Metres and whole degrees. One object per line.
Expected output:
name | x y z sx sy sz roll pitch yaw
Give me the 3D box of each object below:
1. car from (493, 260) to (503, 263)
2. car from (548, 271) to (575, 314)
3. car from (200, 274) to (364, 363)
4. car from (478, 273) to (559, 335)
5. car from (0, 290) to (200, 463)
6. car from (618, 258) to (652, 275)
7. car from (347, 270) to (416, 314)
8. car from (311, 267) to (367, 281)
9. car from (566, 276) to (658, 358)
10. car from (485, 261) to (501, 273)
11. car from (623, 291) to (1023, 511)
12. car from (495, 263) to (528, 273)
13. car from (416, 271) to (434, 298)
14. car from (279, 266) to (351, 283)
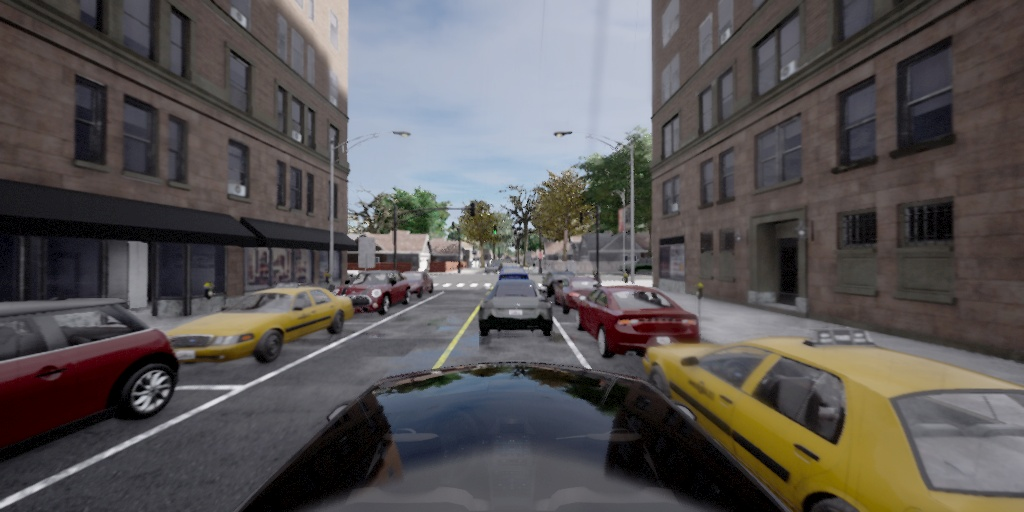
car | -3.021 1.887 64.156 1.994 1.385 4.181 0 -1 0
car | 2.642 1.438 14.013 1.802 1.307 4.207 0 0 0
car | -5.386 1.333 8.325 1.751 1.417 4.829 0 0 0
car | 0.102 1.392 10.904 1.994 1.385 4.181 0 -1 0
car | -5.387 1.200 2.976 1.967 1.591 4.097 0 0 0
car | 15.496 1.225 42.510 5.566 2.045 2.150 0 0 0
car | -5.384 1.296 14.014 1.967 1.591 4.097 0 0 0
car | -17.186 1.742 35.830 4.718 1.301 1.895 0 0 -3
car | 2.640 1.353 8.495 1.888 1.381 4.507 0 0 0
car | -3.069 1.826 54.112 1.895 1.301 4.718 0 -1 0
car | 2.638 1.286 3.147 1.751 1.417 4.829 0 0 0
car | 0.025 1.416 23.483 1.882 1.535 5.008 0 -1 -2
car | -5.382 1.486 19.532 1.802 1.307 4.207 0 0 0
car | -17.796 1.665 32.580 5.357 1.411 2.033 0 0 0
